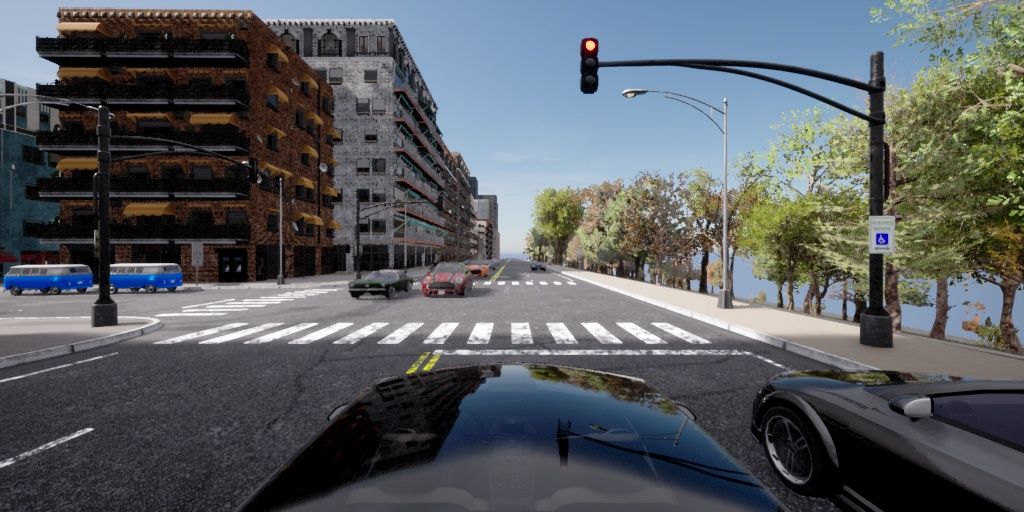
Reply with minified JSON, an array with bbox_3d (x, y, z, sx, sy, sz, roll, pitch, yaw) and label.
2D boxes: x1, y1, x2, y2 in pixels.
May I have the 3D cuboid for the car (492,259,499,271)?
[{"bbox_3d":[-3.299,1.252,50.362,2.128,1.511,4.902,0,0,0],"label":"car"}]

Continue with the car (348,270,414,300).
[{"bbox_3d":[-6.602,1.414,18.557,1.895,1.301,4.718,-1,0,0],"label":"car"}]

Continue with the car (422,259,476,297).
[{"bbox_3d":[-3.342,1.139,19.211,2.097,1.767,4.553,0,0,0],"label":"car"}]

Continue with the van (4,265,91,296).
[{"bbox_3d":[-28.302,1.425,21.953,3.998,1.789,1.690,0,0,-1],"label":"van"}]

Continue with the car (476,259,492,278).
[{"bbox_3d":[-3.321,1.105,33.815,2.097,1.767,4.553,0,0,0],"label":"car"}]

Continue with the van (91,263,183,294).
[{"bbox_3d":[-22.701,1.351,22.024,3.998,1.789,1.690,0,0,-1],"label":"van"}]

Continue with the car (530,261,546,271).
[{"bbox_3d":[3.394,1.360,48.113,1.895,1.301,4.718,0,0,0],"label":"car"}]

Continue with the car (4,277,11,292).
[{"bbox_3d":[-22.622,1.624,13.677,4.207,1.307,1.802,0,0,-1],"label":"car"}]

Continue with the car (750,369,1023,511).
[{"bbox_3d":[3.348,1.314,1.834,1.994,1.385,4.181,0,0,0],"label":"car"}]

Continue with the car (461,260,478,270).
[{"bbox_3d":[-6.540,1.312,55.771,2.033,1.411,5.357,0,0,0],"label":"car"}]
